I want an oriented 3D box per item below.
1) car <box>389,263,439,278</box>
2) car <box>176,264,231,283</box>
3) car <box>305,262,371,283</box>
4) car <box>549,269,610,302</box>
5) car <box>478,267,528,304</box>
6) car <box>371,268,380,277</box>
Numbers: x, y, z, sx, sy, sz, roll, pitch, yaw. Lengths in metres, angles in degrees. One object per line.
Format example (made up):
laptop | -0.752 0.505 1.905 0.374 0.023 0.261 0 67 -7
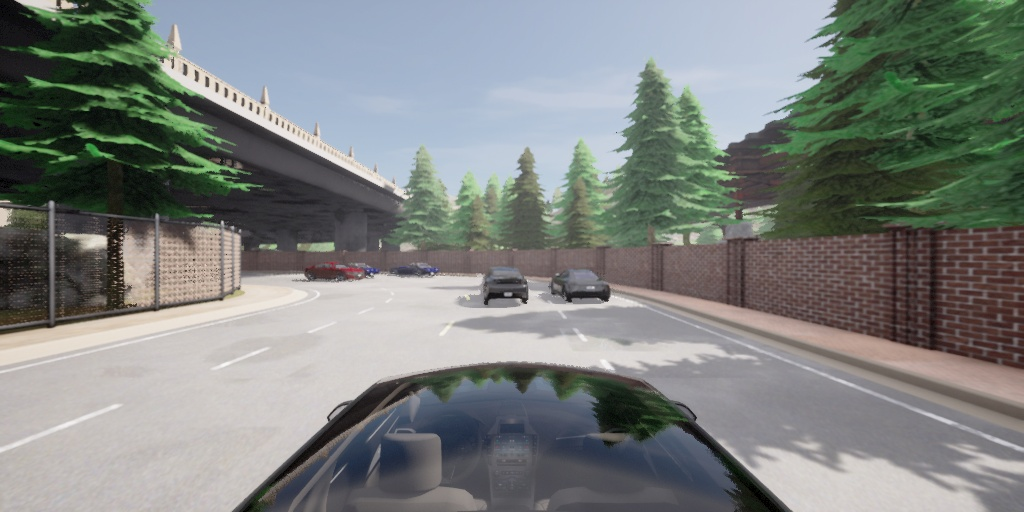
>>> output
car | -9.327 1.323 34.036 4.718 1.301 1.895 0 0 27
car | -24.022 1.255 27.568 4.674 1.442 1.812 0 0 10
car | -13.877 1.205 28.098 5.008 1.535 1.882 0 0 21
car | 3.093 1.300 17.040 1.994 1.385 4.181 0 0 -6
car | -0.448 1.242 16.357 1.837 1.490 4.892 0 0 -7
car | -14.491 1.323 32.452 4.718 1.301 1.895 0 0 20
